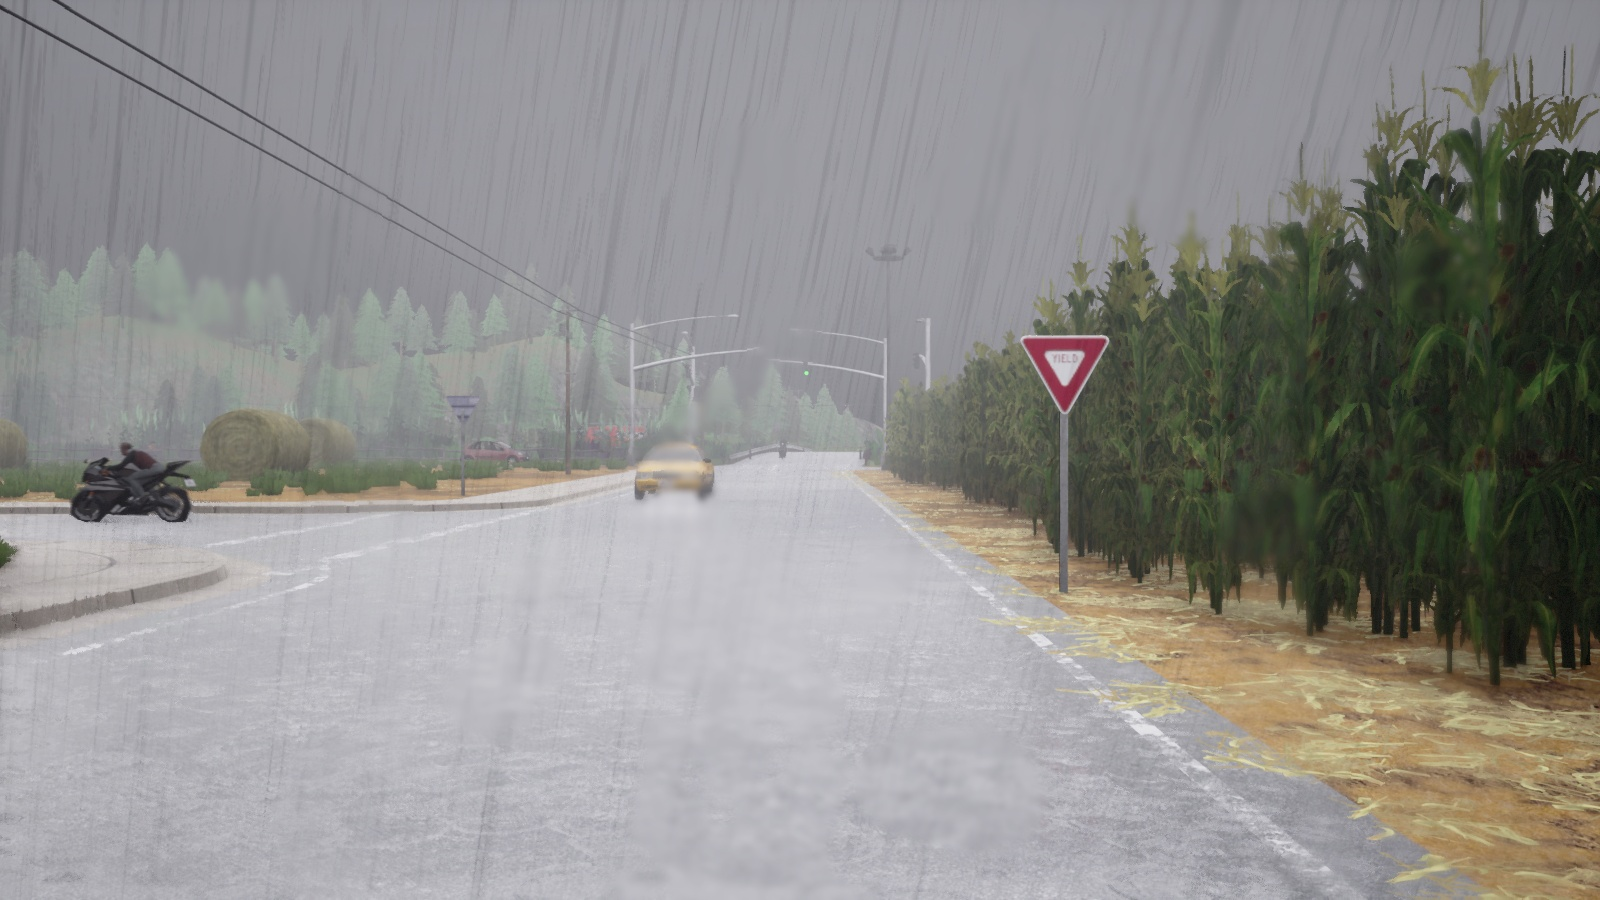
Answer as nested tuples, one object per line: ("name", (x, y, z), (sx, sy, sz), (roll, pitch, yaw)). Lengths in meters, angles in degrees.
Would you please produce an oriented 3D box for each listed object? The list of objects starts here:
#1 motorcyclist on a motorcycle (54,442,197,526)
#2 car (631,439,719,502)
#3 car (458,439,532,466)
("motorcyclist on a motorcycle", (-12.519, 0.613, 23.355), (2.191, 1.530, 0.866), (0, 0, -1))
("car", (-3.300, 0.489, 34.080), (1.801, 1.575, 5.366), (0, 0, 0))
("car", (-18.478, 0.165, 76.190), (3.988, 1.617, 1.851), (0, 0, 3))
